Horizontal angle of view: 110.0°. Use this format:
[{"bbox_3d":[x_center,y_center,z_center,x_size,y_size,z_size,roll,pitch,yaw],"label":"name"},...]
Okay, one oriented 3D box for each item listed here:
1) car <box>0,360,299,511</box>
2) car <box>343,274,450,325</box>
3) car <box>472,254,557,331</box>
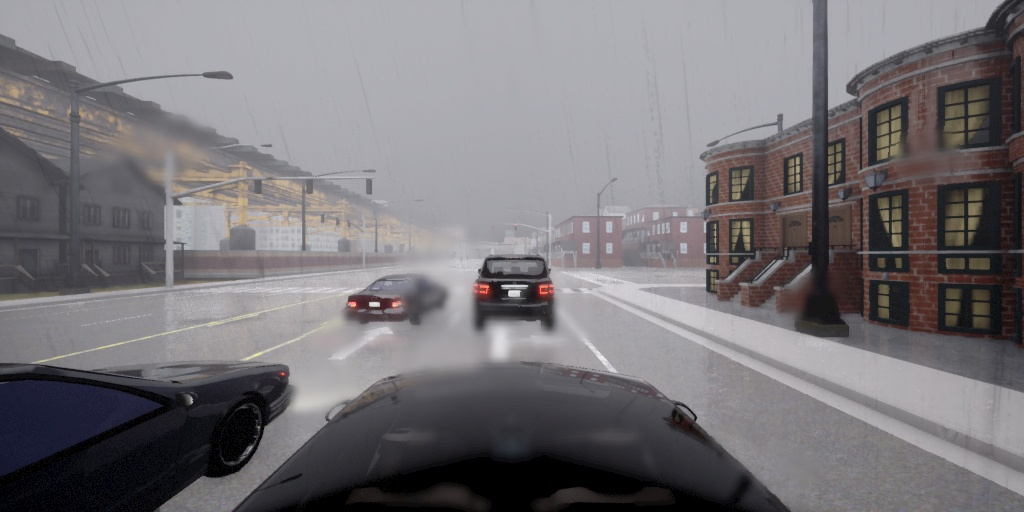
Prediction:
[{"bbox_3d":[-3.388,1.297,1.685,2.033,1.411,5.357,0,0,-1],"label":"car"},{"bbox_3d":[-3.443,1.297,11.757,2.033,1.411,5.357,0,0,2],"label":"car"},{"bbox_3d":[0.082,0.971,11.076,2.150,2.045,5.566,0,0,0],"label":"car"}]
